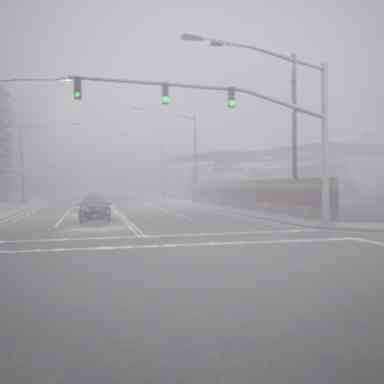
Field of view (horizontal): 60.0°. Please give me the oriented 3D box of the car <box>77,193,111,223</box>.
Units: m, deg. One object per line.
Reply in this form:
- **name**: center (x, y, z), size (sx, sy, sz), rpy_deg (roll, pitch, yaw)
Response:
- **car**: center (-6.456, 1.098, 22.037), size (1.882, 1.535, 5.008), rpy_deg (-1, 1, -17)

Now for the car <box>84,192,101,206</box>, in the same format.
- **car**: center (-12.311, 0.780, 41.185), size (1.837, 1.490, 4.892), rpy_deg (-1, 1, -17)
